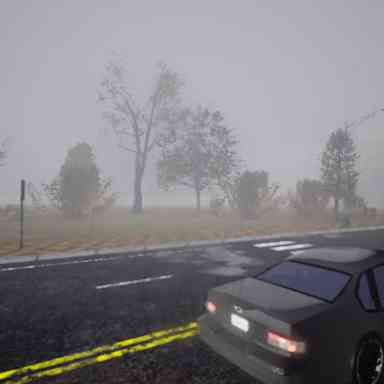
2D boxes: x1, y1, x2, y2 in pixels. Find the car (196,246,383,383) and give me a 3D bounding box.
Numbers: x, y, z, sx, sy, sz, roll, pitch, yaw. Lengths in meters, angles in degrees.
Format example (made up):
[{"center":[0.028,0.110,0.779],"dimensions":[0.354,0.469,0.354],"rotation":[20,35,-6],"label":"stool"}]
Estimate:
[{"center":[2.687,1.612,5.246],"dimensions":[5.357,1.411,2.033],"rotation":[1,0,-32],"label":"car"}]
